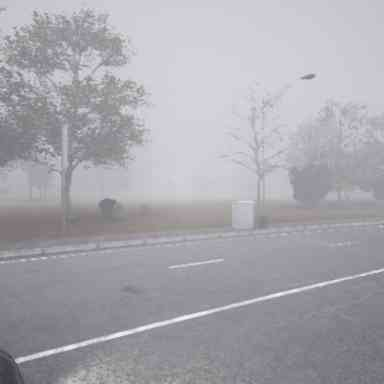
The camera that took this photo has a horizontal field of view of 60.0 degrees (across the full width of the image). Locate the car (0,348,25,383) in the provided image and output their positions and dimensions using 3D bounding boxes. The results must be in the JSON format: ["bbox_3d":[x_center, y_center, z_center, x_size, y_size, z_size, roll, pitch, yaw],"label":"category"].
[{"bbox_3d":[-2.950,1.557,1.520,4.181,1.385,1.994,0,0,-36],"label":"car"}]
